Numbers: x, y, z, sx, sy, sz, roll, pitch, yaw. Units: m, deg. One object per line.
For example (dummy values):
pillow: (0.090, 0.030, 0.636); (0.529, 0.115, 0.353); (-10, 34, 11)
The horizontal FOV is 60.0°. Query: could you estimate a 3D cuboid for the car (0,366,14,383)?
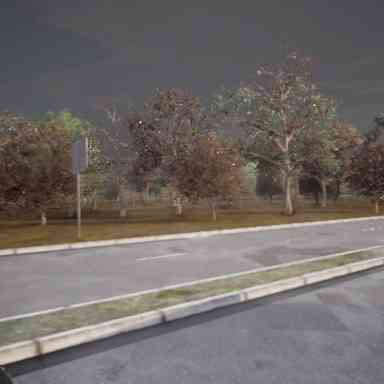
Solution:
car: (-3.246, 1.506, 1.125); (4.892, 1.490, 1.837); (0, 0, -35)
